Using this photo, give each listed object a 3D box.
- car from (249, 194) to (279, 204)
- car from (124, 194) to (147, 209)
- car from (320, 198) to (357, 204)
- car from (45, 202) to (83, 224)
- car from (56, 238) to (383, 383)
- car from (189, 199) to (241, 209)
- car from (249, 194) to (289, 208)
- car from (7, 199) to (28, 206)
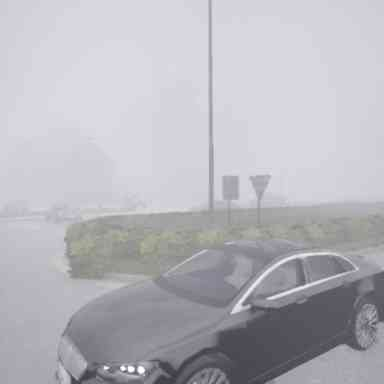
[{"bbox_3d":[12.240,1.172,56.662,2.242,1.667,4.611,-1,0,-36],"label":"car"},{"bbox_3d":[-7.354,1.180,42.448,1.905,1.878,3.866,-1,0,-36],"label":"car"},{"bbox_3d":[16.277,1.362,36.151,4.718,1.301,1.895,0,0,-16],"label":"car"},{"bbox_3d":[-9.413,1.475,24.359,1.784,1.438,3.905,-1,0,-36],"label":"car"},{"bbox_3d":[0.789,1.469,4.560,4.902,1.511,2.128,0,0,-36],"label":"car"},{"bbox_3d":[1.826,1.384,26.557,4.892,1.490,1.837,-1,0,-36],"label":"car"},{"bbox_3d":[8.677,1.102,37.703,1.932,1.855,4.605,-1,0,-36],"label":"car"},{"bbox_3d":[-17.932,1.470,34.073,1.816,1.474,4.193,-1,0,-36],"label":"car"}]
